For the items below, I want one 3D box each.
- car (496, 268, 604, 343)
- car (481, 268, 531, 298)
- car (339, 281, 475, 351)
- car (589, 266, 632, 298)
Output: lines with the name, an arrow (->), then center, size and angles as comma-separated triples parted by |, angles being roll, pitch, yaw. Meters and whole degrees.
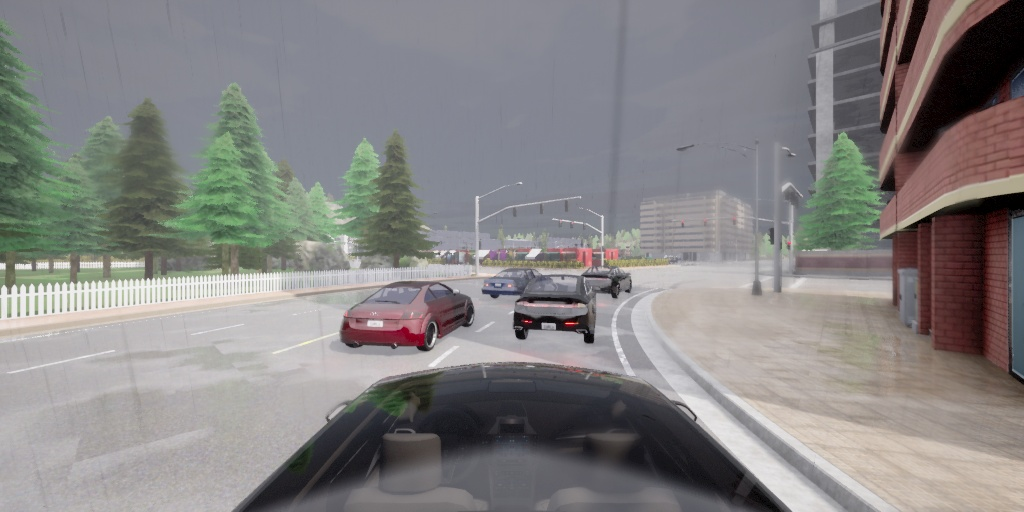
car -> 1.344, 1.242, 9.777 | 2.128, 1.511, 4.902 | 0, 0, 14
car -> 0.463, 1.297, 17.823 | 2.033, 1.411, 5.357 | 0, 0, 25
car -> -2.365, 1.314, 9.105 | 1.994, 1.385, 4.181 | 0, 0, 10
car -> 4.836, 1.236, 18.338 | 2.128, 1.511, 4.902 | 1, 1, 29
